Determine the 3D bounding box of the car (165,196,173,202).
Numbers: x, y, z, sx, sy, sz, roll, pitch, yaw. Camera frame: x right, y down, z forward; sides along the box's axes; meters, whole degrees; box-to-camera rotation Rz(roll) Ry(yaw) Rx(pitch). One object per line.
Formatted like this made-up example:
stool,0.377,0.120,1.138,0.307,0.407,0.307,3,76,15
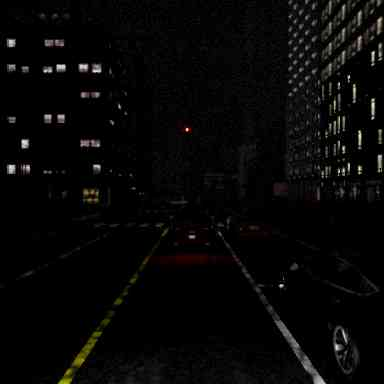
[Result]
car,-5.695,1.666,82.116,1.802,1.307,4.206,0,0,0

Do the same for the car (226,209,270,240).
car,2.686,1.528,16.713,1.752,1.417,4.829,0,0,0

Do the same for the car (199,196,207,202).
car,2.685,1.629,82.116,1.887,1.381,4.507,0,0,0

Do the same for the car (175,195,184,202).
car,-3.002,1.427,78.649,2.097,1.767,4.553,0,0,0

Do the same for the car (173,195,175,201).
car,-5.696,1.513,76.589,1.967,1.590,4.097,0,0,0

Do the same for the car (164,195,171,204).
car,-5.695,1.602,65.536,2.008,1.369,4.403,0,0,0

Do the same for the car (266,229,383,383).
car,2.686,1.566,5.278,1.947,1.339,4.313,0,0,0

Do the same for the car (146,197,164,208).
car,-5.694,1.578,48.956,2.008,1.369,4.403,0,0,0

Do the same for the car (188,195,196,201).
car,-0.001,1.550,88.150,2.033,1.411,5.357,0,0,0

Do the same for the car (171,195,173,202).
car,-5.695,1.607,71.061,1.887,1.381,4.507,0,0,0

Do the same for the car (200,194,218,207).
car,2.685,1.342,48.956,2.192,1.841,5.009,0,0,0

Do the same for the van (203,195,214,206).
van,2.684,1.375,54.482,1.690,1.788,3.998,0,0,0

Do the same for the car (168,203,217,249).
car,0.000,1.488,14.651,1.882,1.535,5.008,0,0,0

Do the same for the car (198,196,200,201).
car,2.684,1.377,71.062,2.192,1.841,5.009,0,0,0

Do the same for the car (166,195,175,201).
car,-5.696,1.536,87.642,1.967,1.590,4.097,0,0,0

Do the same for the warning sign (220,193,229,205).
warning sign,5.071,1.146,52.213,1.300,1.860,1.060,0,0,0

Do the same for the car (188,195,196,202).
car,-0.002,1.484,73.983,1.882,1.535,5.008,0,0,0
